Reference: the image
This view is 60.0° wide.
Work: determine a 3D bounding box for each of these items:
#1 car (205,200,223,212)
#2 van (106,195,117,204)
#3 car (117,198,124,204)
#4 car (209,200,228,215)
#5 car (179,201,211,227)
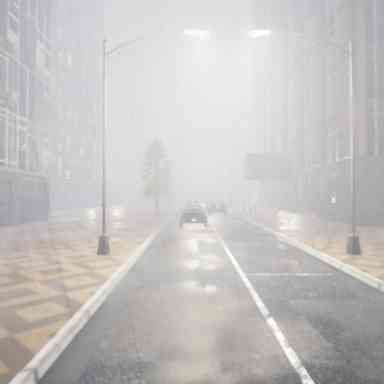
[{"bbox_3d":[2.582,1.665,39.992,1.802,1.307,4.206,1,0,0],"label":"car"},{"bbox_3d":[-17.820,1.573,66.970,3.998,1.788,1.690,-1,-1,14],"label":"van"},{"bbox_3d":[-17.443,1.942,75.136,4.403,1.369,2.008,-1,-1,14],"label":"car"},{"bbox_3d":[2.584,1.510,34.425,1.967,1.590,4.097,1,0,0],"label":"car"},{"bbox_3d":[0.105,1.570,22.836,1.812,1.442,4.674,0,0,0],"label":"car"}]
